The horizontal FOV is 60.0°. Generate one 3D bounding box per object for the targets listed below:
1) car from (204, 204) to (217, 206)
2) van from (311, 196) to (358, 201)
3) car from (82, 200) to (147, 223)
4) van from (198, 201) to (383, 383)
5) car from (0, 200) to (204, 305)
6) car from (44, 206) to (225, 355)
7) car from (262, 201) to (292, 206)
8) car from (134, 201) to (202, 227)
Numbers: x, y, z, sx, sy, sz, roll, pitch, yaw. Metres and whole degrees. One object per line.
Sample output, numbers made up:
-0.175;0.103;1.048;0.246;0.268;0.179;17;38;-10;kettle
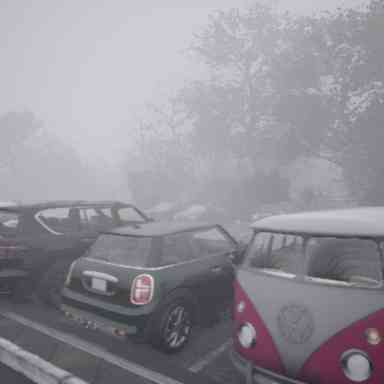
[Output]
0.675;1.508;22.031;2.002;1.452;4.674;0;0;36;car
7.538;1.236;17.275;1.878;1.987;4.442;0;0;35;van
-6.128;1.503;26.880;2.097;1.535;5.008;-1;0;36;car
2.142;1.239;4.775;1.878;1.987;4.442;0;0;35;van
-2.339;1.210;8.145;2.435;2.045;5.566;0;0;35;car
-0.093;1.336;6.470;2.185;1.767;4.553;0;0;35;car
5.189;1.336;18.769;2.185;1.767;4.553;0;0;35;car
-1.591;1.476;23.652;2.097;1.535;5.008;0;0;36;car
